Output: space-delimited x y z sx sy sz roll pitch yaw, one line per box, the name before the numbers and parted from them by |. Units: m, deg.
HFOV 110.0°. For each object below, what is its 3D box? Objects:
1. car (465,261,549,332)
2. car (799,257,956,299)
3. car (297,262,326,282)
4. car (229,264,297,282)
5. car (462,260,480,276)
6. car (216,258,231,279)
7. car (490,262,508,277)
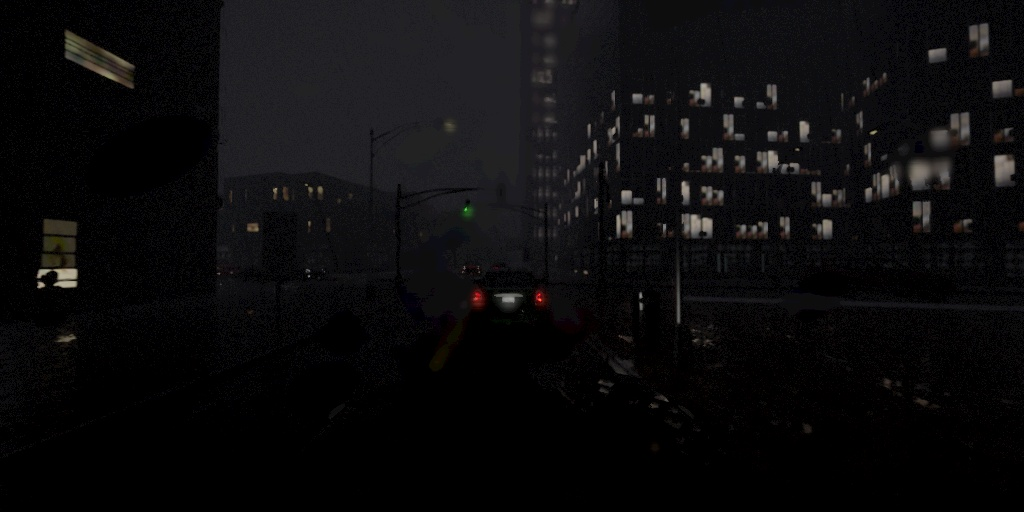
car | -0.099 1.143 11.192 2.097 1.767 4.553 0 0 -1
car | 16.145 0.982 16.200 5.009 1.841 2.192 0 0 19
car | -18.286 1.265 30.812 4.553 1.767 2.097 0 -1 19
car | -19.958 1.434 28.762 4.313 1.339 1.948 0 0 19
car | -4.440 1.264 39.705 2.097 1.767 4.553 0 0 -5
car | -28.857 1.189 34.456 5.566 2.045 2.150 0 -1 19
car | -1.475 1.421 39.886 1.837 1.490 4.892 1 0 -4
